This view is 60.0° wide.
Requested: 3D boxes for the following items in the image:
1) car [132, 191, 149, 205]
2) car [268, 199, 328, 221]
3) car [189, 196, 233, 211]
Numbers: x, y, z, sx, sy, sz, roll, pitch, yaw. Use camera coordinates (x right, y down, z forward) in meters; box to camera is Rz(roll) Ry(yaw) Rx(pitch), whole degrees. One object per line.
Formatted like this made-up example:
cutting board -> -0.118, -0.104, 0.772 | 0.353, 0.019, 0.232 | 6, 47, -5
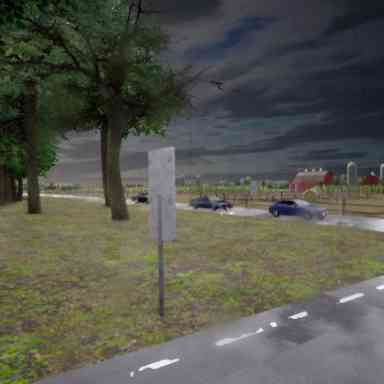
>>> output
car -> -5.629, 0.730, 44.033 | 2.097, 1.767, 4.553 | -1, 2, -36
car -> 7.902, 1.257, 25.233 | 1.812, 1.442, 4.674 | -1, 2, -35
car -> 1.802, 1.109, 33.711 | 2.033, 1.411, 5.357 | -1, 2, -36
